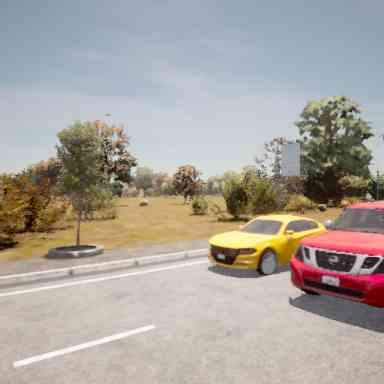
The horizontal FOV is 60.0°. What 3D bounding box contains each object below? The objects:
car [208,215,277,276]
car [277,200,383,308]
[{"bbox_3d":[2.720,1.494,10.690,5.008,1.535,1.882,0,0,-40],"label":"car"},{"bbox_3d":[4.613,1.230,7.692,5.566,2.045,2.150,0,0,-39],"label":"car"}]
